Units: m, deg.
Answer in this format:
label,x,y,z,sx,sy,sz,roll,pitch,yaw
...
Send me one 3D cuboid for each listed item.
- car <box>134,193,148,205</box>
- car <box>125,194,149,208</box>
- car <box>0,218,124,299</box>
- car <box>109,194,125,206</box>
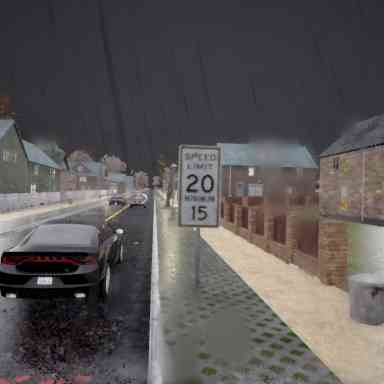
label,x,y,z,sx,sy,sz,roll,pitch,yaw
car,-7.336,0.973,48.291,1.812,1.442,4.674,2,0,-6
car,-6.199,1.104,38.659,2.033,1.411,5.357,2,0,-6
car,-2.825,1.365,8.230,1.882,1.535,5.008,2,0,-6
car,-9.498,0.975,42.905,2.033,1.411,5.357,2,0,-6
